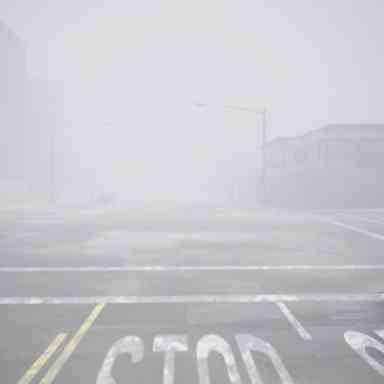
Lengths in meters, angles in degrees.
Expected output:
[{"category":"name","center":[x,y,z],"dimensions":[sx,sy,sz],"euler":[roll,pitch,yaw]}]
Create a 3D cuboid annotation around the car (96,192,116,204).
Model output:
[{"category":"car","center":[-12.477,0.836,48.227],"dimensions":[2.097,1.767,4.553],"euler":[0,0,-3]}]
